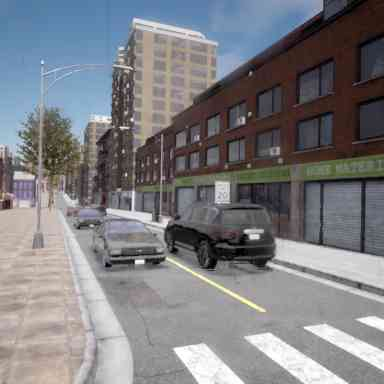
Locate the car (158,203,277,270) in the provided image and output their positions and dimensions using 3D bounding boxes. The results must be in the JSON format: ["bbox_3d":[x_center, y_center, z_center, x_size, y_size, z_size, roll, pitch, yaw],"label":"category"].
[{"bbox_3d":[0.752,1.415,12.012,2.150,2.045,5.566,1,-1,-22],"label":"car"}]

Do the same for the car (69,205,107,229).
[{"bbox_3d":[-7.670,1.908,24.604,2.033,1.411,5.357,1,-2,-22],"label":"car"}]

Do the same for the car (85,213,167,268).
[{"bbox_3d":[-2.541,1.697,12.240,2.033,1.411,5.357,1,-1,-22],"label":"car"}]

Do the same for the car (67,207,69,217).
[{"bbox_3d":[-13.803,2.222,39.558,1.994,1.385,4.181,1,-2,-22],"label":"car"}]
